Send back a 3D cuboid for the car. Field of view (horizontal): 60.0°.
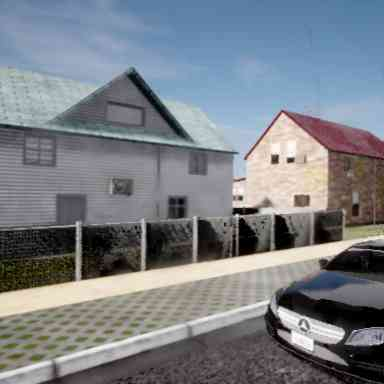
[{"bbox_3d":[3.228,1.544,5.327,4.674,1.442,1.812,1,0,-35],"label":"car"}]
